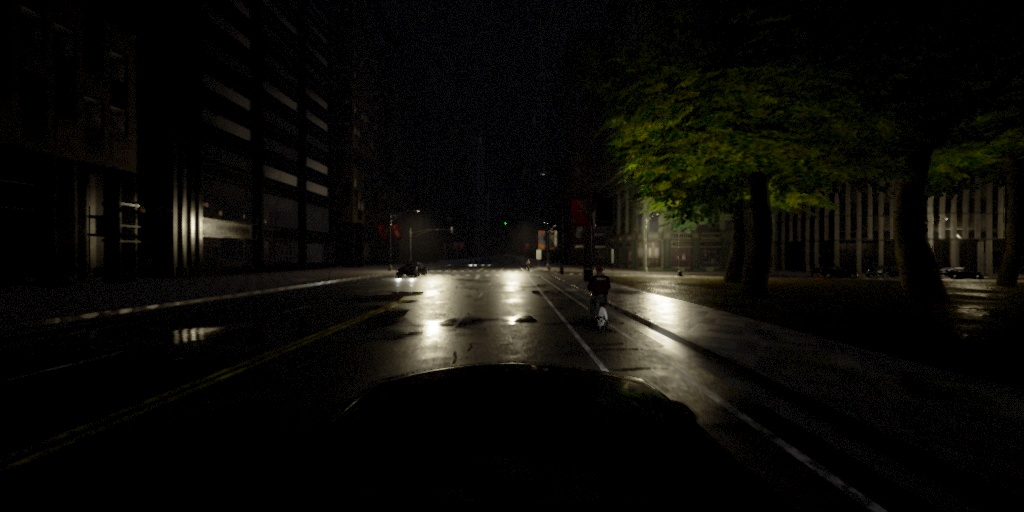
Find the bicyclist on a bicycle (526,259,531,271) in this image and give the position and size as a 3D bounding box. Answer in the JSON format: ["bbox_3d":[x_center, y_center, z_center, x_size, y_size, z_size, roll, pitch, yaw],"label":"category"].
[{"bbox_3d":[2.268,1.266,49.241,0.866,1.612,1.509,0,0,0],"label":"bicyclist on a bicycle"}]

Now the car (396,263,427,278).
[{"bbox_3d":[-9.752,1.348,35.316,2.033,1.411,5.357,0,0,0],"label":"car"}]

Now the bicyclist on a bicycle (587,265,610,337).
[{"bbox_3d":[2.251,1.126,9.438,0.659,1.776,1.843,0,0,0],"label":"bicyclist on a bicycle"}]

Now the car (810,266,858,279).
[{"bbox_3d":[38.841,1.998,43.245,4.902,1.511,2.128,1,0,-1],"label":"car"}]
